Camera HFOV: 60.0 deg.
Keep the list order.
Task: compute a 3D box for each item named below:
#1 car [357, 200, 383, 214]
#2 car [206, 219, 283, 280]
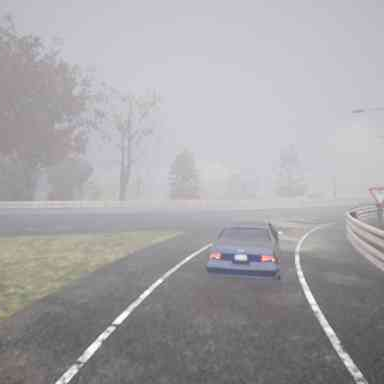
[{"bbox_3d":[19.015,1.563,34.924,4.181,1.385,1.994,0,0,-41],"label":"car"},{"bbox_3d":[1.707,1.537,10.013,2.033,1.411,5.357,0,0,14],"label":"car"}]
